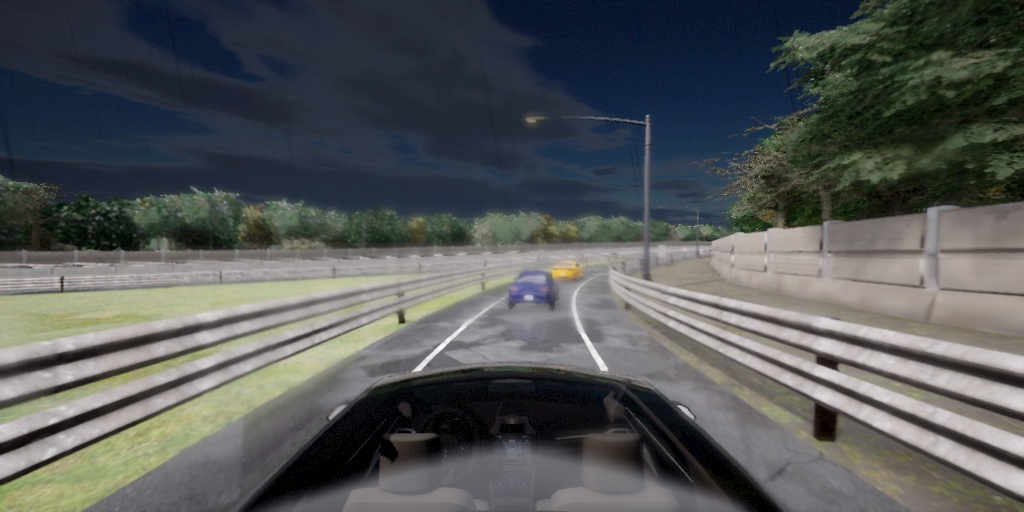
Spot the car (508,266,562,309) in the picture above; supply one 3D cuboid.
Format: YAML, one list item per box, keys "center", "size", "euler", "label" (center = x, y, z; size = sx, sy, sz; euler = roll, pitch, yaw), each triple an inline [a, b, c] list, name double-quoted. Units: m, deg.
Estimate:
- center: [1.017, 1.350, 15.357]
  size: [1.812, 1.442, 4.674]
  euler: [0, 0, 10]
  label: "car"

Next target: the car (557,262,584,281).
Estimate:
- center: [4.754, 1.200, 29.853]
  size: [1.882, 1.535, 5.008]
  euler: [0, 1, 21]
  label: "car"
